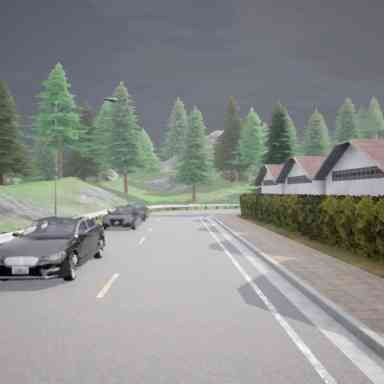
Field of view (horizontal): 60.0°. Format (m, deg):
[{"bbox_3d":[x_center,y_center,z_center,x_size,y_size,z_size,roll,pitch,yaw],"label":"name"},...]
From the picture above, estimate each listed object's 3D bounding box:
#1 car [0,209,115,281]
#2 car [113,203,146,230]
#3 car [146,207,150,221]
[{"bbox_3d":[-3.946,1.494,9.926,2.128,1.511,4.902,0,0,-2],"label":"car"},{"bbox_3d":[-4.297,1.569,20.779,1.994,1.385,4.181,0,0,-1],"label":"car"},{"bbox_3d":[-4.485,1.605,26.413,1.994,1.385,4.181,0,0,-2],"label":"car"}]
